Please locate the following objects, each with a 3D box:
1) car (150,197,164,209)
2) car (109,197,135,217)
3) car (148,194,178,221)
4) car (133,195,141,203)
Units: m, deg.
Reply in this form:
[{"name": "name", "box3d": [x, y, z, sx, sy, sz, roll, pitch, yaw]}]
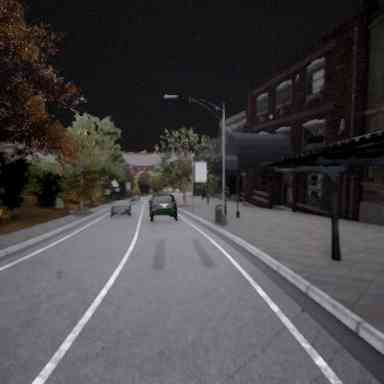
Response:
[{"name": "car", "box3d": [-4.912, 1.502, 45.821, 1.812, 1.442, 4.674, -1, 0, -7]}, {"name": "car", "box3d": [-6.683, 1.534, 31.649, 1.837, 1.490, 4.892, -1, 0, -8]}, {"name": "car", "box3d": [-2.424, 1.192, 27.601, 2.150, 2.045, 5.566, -1, 0, -8]}, {"name": "car", "box3d": [-11.974, 1.508, 71.511, 1.837, 1.490, 4.892, -1, 0, -8]}]
